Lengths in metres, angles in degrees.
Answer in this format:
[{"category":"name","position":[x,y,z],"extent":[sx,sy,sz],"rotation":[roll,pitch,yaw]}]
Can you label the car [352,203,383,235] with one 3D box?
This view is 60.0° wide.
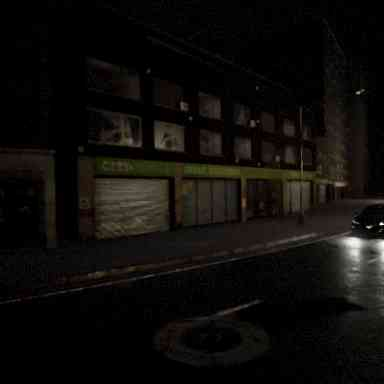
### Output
[{"category":"car","position":[9.960,1.392,17.475],"extent":[1.837,1.490,4.892],"rotation":[-1,0,42]}]
